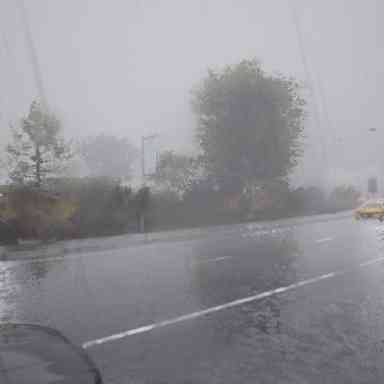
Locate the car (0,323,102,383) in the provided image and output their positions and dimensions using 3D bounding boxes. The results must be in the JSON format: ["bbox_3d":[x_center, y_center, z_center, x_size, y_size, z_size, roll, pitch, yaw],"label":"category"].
[{"bbox_3d":[-2.931,1.515,1.761,4.892,1.490,1.837,0,0,-35],"label":"car"}]

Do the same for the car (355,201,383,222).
[{"bbox_3d":[14.613,1.471,26.595,1.882,1.535,5.008,0,0,43],"label":"car"}]
